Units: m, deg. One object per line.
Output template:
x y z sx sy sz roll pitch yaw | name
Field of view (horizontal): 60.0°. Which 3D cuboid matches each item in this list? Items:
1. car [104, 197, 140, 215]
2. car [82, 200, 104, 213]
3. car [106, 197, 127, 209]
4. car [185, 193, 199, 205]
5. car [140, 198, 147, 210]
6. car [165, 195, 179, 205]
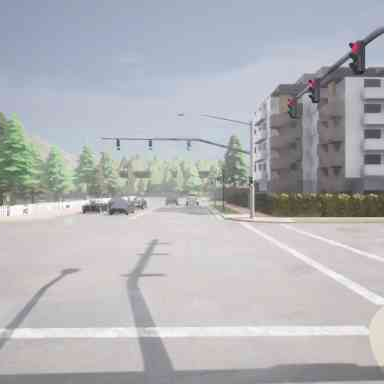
-7.052 1.558 34.053 2.033 1.411 5.357 0 0 1 | car
-10.539 1.612 36.641 1.895 1.301 4.718 0 0 0 | car
-10.521 1.492 46.681 1.882 1.535 5.008 0 0 0 | car
0.054 1.240 58.091 2.150 2.045 5.566 0 0 0 | car
-7.036 1.505 43.703 2.128 1.511 4.902 0 0 0 | car
-3.446 1.370 58.020 2.097 1.767 4.553 0 0 0 | car
